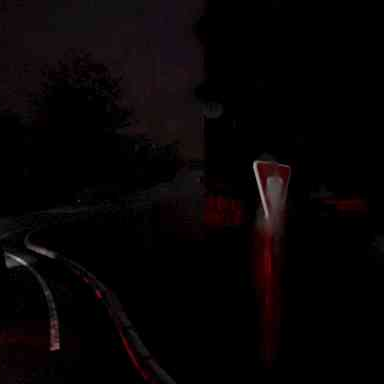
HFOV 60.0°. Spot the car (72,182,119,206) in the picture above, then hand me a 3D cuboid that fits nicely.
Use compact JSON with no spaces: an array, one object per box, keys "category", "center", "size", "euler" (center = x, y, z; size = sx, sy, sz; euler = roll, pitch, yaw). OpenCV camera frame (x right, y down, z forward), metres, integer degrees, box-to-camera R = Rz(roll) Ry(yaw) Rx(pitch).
[{"category":"car","center":[-9.783,0.164,34.225],"size":[2.150,2.045,5.566],"euler":[0,7,22]}]

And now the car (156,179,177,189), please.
[{"category":"car","center":[-3.915,-1.241,51.371],"size":[2.033,1.411,5.357],"euler":[0,5,15]}]

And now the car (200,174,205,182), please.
[{"category":"car","center":[2.607,-2.949,68.325],"size":[1.882,1.535,5.008],"euler":[0,5,5]}]

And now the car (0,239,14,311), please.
[{"category":"car","center":[-5.077,1.541,7.193],"size":[1.837,1.490,4.892],"euler":[0,0,-31]}]
